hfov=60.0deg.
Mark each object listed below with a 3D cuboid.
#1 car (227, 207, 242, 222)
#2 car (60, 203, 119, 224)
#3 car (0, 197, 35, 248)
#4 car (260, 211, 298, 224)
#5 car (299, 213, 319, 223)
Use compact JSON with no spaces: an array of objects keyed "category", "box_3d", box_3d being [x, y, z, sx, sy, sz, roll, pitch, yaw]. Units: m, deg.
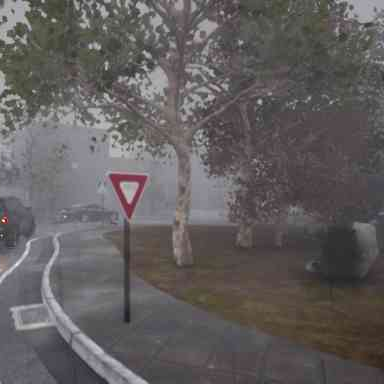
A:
[{"category":"car","box_3d":[6.749,2.723,41.031,5.566,2.045,2.150,5,-3,-42]},{"category":"car","box_3d":[-7.775,1.624,25.788,1.837,1.490,4.892,-1,-3,32]},{"category":"car","box_3d":[-8.409,1.206,14.377,2.150,2.045,5.566,0,0,-15]},{"category":"car","box_3d":[10.188,3.103,39.886,5.008,1.535,1.882,5,-3,-42]},{"category":"car","box_3d":[17.559,3.752,46.676,4.892,1.490,1.837,4,-3,-42]}]
